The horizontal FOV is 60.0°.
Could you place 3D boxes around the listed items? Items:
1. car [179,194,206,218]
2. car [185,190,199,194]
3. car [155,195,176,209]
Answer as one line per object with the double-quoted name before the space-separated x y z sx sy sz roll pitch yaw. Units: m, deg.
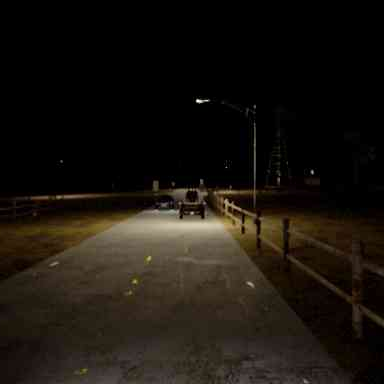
"car" 0.029 1.215 26.107 1.837 1.490 4.892 0 1 1
"car" 0.016 0.425 51.956 1.882 1.535 5.008 0 2 0
"car" -2.741 1.011 34.934 1.812 1.442 4.674 0 2 0
